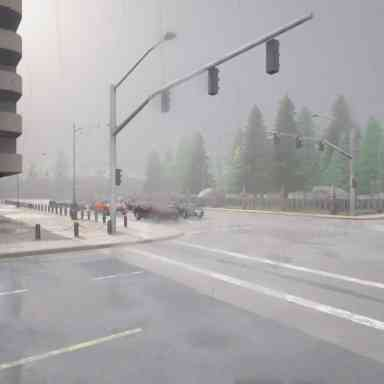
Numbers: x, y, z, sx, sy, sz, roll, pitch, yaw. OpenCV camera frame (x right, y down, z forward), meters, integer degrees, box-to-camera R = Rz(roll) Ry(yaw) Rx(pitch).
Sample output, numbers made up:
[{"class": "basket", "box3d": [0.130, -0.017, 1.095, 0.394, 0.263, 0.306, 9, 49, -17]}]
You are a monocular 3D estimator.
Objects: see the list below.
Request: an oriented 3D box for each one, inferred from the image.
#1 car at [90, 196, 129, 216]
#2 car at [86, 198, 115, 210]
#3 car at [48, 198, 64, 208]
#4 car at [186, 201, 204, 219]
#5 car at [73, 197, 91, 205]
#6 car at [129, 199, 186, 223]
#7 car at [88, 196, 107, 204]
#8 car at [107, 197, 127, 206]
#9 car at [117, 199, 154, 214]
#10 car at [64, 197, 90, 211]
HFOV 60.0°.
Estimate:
[{"class": "car", "box3d": [-8.343, 1.407, 33.925, 2.097, 1.767, 4.553, 0, 0, -36]}, {"class": "car", "box3d": [-12.572, 1.603, 45.560, 2.033, 1.411, 5.357, 0, 0, -36]}, {"class": "car", "box3d": [-20.040, 1.603, 49.838, 2.033, 1.411, 5.357, 0, 0, -36]}, {"class": "car", "box3d": [-0.891, 1.547, 29.735, 2.128, 1.511, 4.902, 0, 0, -36]}, {"class": "car", "box3d": [-20.823, 1.656, 62.939, 1.895, 1.301, 4.718, 0, 0, -36]}, {"class": "car", "box3d": [-2.876, 1.533, 26.530, 1.882, 1.535, 5.008, 0, 0, -36]}, {"class": "car", "box3d": [-18.755, 1.547, 66.031, 2.128, 1.511, 4.902, 0, 0, -36]}, {"class": "car", "box3d": [-13.245, 1.581, 58.590, 1.812, 1.442, 4.674, 0, 0, -36]}, {"class": "car", "box3d": [-6.407, 1.547, 37.203, 2.128, 1.511, 4.902, 0, 0, -36]}, {"class": "car", "box3d": [-13.770, 1.547, 41.287, 2.128, 1.511, 4.902, 0, 0, -36]}]
